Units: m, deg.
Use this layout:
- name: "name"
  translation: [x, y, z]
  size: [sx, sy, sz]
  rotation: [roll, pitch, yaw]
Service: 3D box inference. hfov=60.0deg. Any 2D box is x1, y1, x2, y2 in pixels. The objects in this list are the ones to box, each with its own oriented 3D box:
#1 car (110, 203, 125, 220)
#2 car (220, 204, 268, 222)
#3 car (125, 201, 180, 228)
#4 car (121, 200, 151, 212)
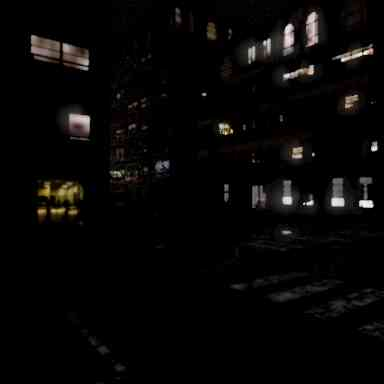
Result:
- name: "car"
  translation: [-6.987, 1.637, 28.194]
  size: [1.947, 1.339, 4.313]
  rotation: [0, 0, -36]
- name: "car"
  translation: [4.104, 1.622, 26.697]
  size: [2.008, 1.369, 4.403]
  rotation: [0, 0, -36]
- name: "car"
  translation: [-2.498, 1.462, 21.936]
  size: [1.967, 1.590, 4.097]
  rotation: [0, 0, -36]
- name: "car"
  translation: [-7.111, 1.759, 42.025]
  size: [1.947, 1.339, 4.313]
  rotation: [0, 0, -36]
